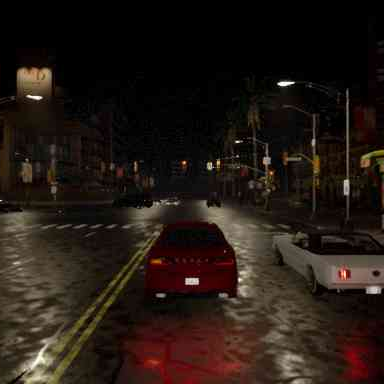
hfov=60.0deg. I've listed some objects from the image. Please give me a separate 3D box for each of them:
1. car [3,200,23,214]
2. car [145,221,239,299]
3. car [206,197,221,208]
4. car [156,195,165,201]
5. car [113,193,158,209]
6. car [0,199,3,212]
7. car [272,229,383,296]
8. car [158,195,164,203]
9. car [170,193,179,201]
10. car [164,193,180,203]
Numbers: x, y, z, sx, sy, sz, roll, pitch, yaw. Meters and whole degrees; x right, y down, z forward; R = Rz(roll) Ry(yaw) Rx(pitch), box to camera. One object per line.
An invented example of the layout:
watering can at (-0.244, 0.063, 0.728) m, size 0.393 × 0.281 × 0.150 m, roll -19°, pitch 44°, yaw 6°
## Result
car at (-20.101, 1.490, 34.380) m, size 4.902 × 1.511 × 2.128 m, roll 0°, pitch 0°, yaw -2°
car at (-0.006, 1.477, 8.530) m, size 1.882 × 1.535 × 5.008 m, roll 0°, pitch 0°, yaw 0°
car at (3.141, 1.522, 49.132) m, size 1.812 × 1.442 × 4.674 m, roll 0°, pitch 0°, yaw -1°
car at (-7.782, 1.519, 82.841) m, size 1.812 × 1.442 × 4.674 m, roll 0°, pitch 0°, yaw -1°
car at (-7.849, 1.218, 44.237) m, size 5.566 × 2.045 × 2.150 m, roll 0°, pitch -1°, yaw 28°
car at (-20.652, 1.599, 30.791) m, size 4.718 × 1.301 × 1.895 m, roll 0°, pitch 0°, yaw -1°
car at (3.495, 1.600, 8.618) m, size 1.895 × 1.301 × 4.718 m, roll 0°, pitch 0°, yaw 0°
car at (-7.674, 1.535, 71.568) m, size 2.033 × 1.411 × 5.357 m, roll 0°, pitch 0°, yaw -1°
car at (-4.280, 1.220, 82.738) m, size 2.150 × 2.045 × 5.566 m, roll 0°, pitch 0°, yaw -1°
car at (-4.171, 1.351, 71.306) m, size 2.097 × 1.767 × 4.553 m, roll 0°, pitch 0°, yaw -1°
